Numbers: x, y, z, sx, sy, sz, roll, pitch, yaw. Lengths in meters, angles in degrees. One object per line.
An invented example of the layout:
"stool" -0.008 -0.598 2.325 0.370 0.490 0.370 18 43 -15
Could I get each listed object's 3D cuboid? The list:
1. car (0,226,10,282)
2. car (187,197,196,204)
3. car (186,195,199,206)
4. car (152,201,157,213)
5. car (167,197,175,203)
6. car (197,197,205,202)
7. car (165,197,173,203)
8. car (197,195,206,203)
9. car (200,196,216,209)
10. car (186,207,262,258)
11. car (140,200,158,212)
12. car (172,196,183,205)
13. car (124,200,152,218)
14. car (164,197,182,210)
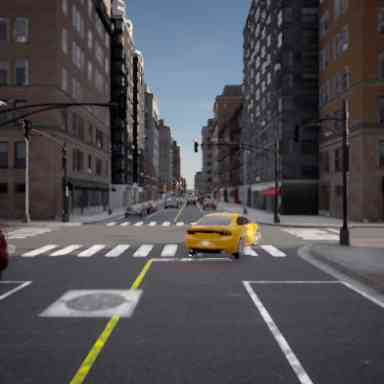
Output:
"car" -5.399 1.353 6.074 2.192 1.841 5.009 0 0 0
"car" -0.152 1.861 72.163 1.882 1.535 5.008 0 0 0
"car" -0.081 1.877 62.481 1.837 1.490 4.892 0 -1 0
"car" -5.467 1.777 37.989 1.887 1.381 4.507 0 0 0
"car" -5.572 2.099 87.072 1.802 1.307 4.206 0 0 0
"car" 2.441 2.117 92.539 1.947 1.339 4.313 0 0 0
"car" -5.559 2.007 81.449 1.752 1.417 4.829 0 0 0
"car" 2.452 1.832 87.088 2.192 1.841 5.009 0 0 0
"car" 2.535 1.736 48.907 1.967 1.590 4.097 0 0 0
"car" 1.400 1.566 13.342 1.882 1.535 5.008 -1 -1 22
"car" -5.478 1.789 43.273 1.752 1.417 4.829 0 0 0
"car" -2.892 2.008 67.132 1.994 1.385 4.181 0 0 0
"car" -5.455 1.751 32.535 2.008 1.369 4.403 0 0 0
"car" -2.936 1.859 48.709 1.994 1.385 4.181 0 0 0
